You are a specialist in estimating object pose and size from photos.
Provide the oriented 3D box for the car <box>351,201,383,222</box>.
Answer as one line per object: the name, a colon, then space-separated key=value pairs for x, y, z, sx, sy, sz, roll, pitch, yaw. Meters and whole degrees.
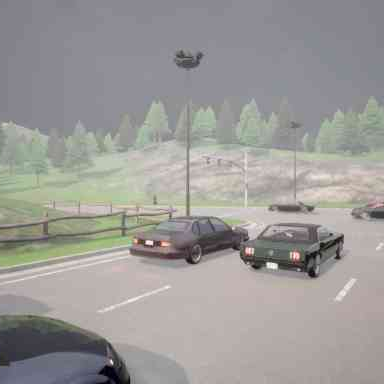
car: x=14.875 y=1.491 z=25.384 sx=4.902 sy=1.511 sz=2.128 roll=0 pitch=0 yaw=25

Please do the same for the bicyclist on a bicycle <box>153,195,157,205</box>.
bicyclist on a bicycle: x=-5.794 y=1.302 z=51.935 sx=0.582 sy=1.620 sz=1.656 roll=0 pitch=0 yaw=14

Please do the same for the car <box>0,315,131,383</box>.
car: x=-2.365 y=1.564 z=2.055 sx=1.994 sy=1.385 sz=4.181 roll=0 pitch=0 yaw=35

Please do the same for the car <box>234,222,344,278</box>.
car: x=3.342 y=1.601 z=10.338 sx=1.895 sy=1.301 sz=4.718 roll=0 pitch=0 yaw=35

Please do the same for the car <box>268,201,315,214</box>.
car: x=10.448 y=1.601 z=34.984 sx=4.718 sy=1.301 sz=1.895 roll=0 pitch=0 yaw=22

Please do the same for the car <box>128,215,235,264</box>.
car: x=0.174 y=1.547 z=11.918 sx=2.033 sy=1.411 sz=5.357 roll=0 pitch=0 yaw=35
